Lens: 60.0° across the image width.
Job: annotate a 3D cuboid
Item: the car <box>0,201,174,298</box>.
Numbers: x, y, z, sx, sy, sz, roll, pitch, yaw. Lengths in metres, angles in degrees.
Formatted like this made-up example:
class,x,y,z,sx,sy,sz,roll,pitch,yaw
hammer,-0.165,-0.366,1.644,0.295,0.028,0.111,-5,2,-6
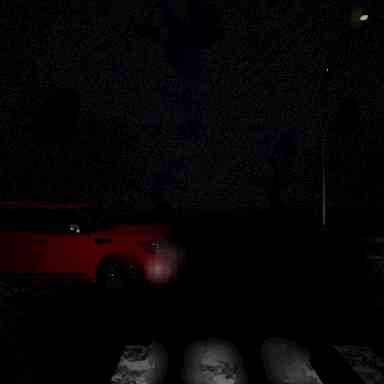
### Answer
class,x,y,z,sx,sy,sz,roll,pitch,yaw
car,-3.235,1.232,8.027,5.566,2.045,2.150,-1,0,1
